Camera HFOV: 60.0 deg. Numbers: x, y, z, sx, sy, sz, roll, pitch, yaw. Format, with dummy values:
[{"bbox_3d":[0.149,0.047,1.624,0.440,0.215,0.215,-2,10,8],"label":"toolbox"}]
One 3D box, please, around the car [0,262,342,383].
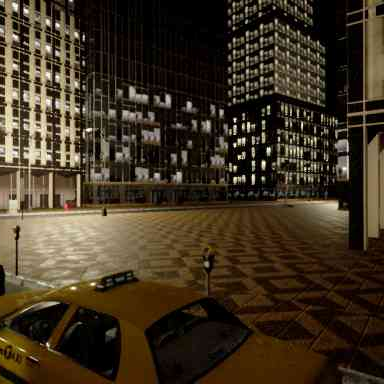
[{"bbox_3d":[-0.982,1.525,3.575,4.829,1.417,1.752,0,0,35],"label":"car"}]
